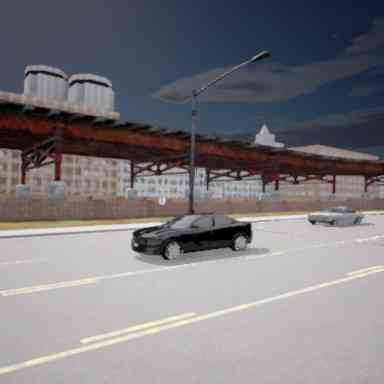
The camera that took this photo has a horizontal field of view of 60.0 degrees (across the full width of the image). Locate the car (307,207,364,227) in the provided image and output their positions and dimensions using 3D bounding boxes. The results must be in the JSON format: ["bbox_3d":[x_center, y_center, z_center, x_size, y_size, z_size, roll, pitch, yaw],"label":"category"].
[{"bbox_3d":[10.558,1.757,24.410,4.718,1.301,1.895,0,0,-35],"label":"car"}]

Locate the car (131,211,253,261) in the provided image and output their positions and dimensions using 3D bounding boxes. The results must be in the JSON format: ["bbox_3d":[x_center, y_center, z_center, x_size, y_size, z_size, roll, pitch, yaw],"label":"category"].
[{"bbox_3d":[0.144,1.532,12.694,5.008,1.535,1.882,0,0,-36],"label":"car"}]
